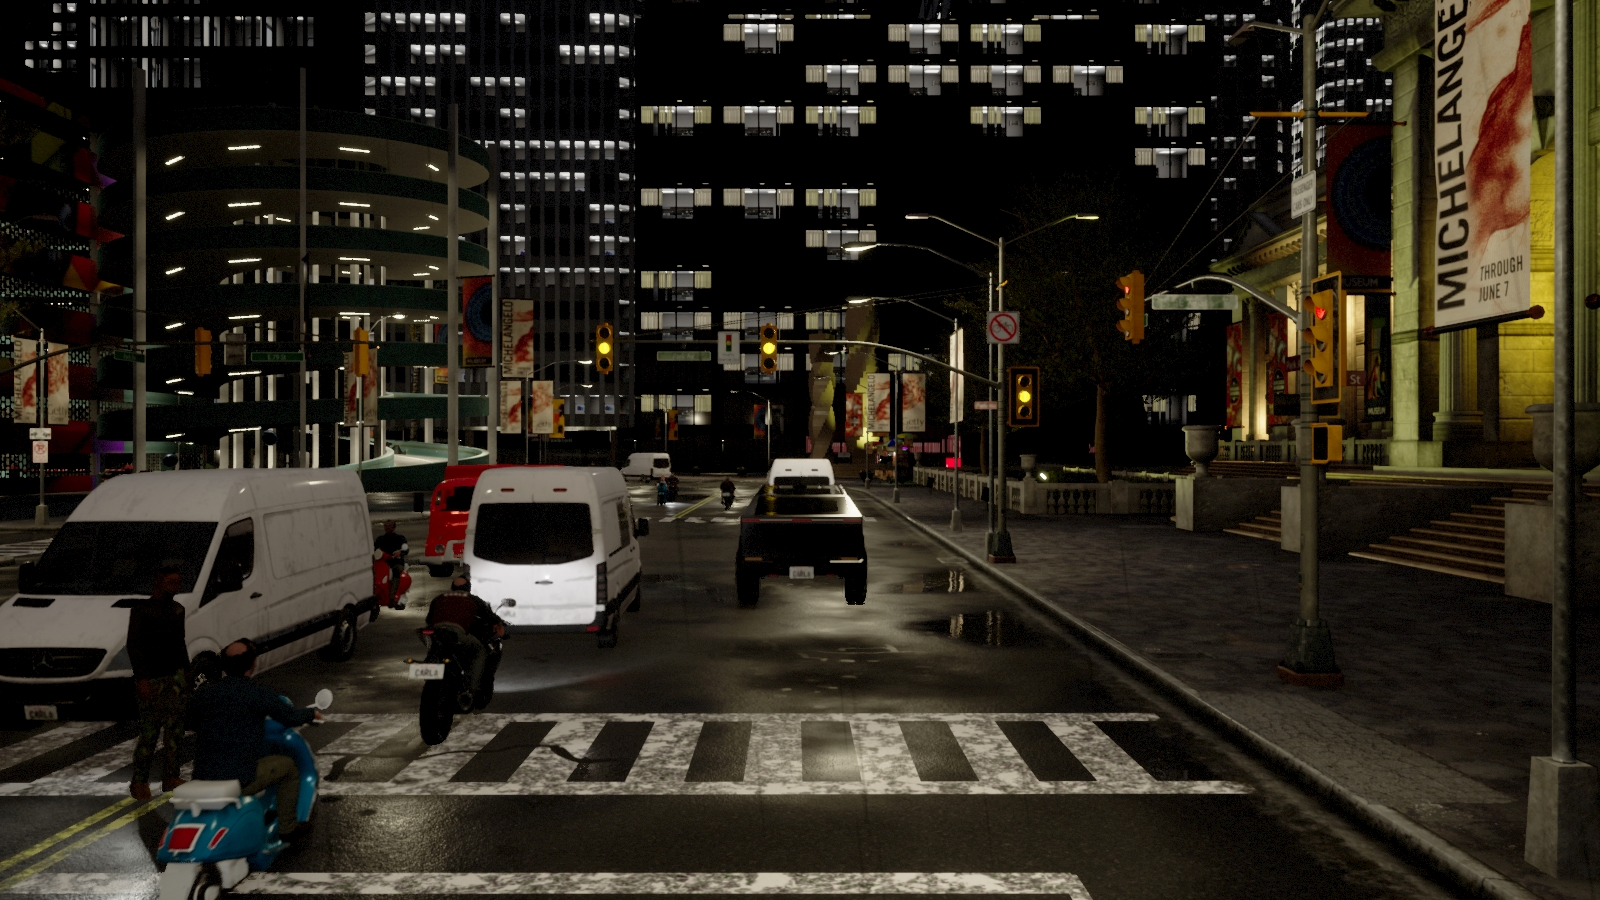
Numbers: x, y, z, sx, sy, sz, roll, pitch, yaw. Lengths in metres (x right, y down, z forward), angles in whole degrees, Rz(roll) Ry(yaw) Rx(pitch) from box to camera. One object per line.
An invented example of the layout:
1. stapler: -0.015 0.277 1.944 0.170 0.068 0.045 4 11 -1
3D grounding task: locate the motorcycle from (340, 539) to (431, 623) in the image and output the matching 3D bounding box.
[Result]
1. motorcycle: -6.962 2.181 19.287 0.856 1.236 1.805 0 -1 0

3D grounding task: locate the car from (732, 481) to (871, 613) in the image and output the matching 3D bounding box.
1. car: 0.033 1.753 22.725 2.390 2.098 6.274 0 0 0

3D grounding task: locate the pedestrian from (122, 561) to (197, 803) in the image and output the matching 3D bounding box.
1. pedestrian: -5.166 1.848 9.224 0.375 1.860 0.375 0 0 23

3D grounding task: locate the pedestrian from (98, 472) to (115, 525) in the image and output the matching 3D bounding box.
1. pedestrian: -24.528 1.698 40.409 0.375 1.860 0.375 0 0 21

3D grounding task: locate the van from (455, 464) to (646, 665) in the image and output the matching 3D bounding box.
1. van: -3.682 1.534 17.990 1.988 2.561 5.915 0 0 -3

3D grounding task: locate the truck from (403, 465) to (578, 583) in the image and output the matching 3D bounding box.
1. truck: -6.961 1.578 26.456 2.627 2.467 5.204 0 -1 0

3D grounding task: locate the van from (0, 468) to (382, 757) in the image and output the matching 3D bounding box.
1. van: -6.993 1.534 13.421 1.988 2.561 5.915 0 0 0

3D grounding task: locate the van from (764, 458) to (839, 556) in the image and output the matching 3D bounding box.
1. van: 0.036 1.534 33.321 1.988 2.561 5.915 0 0 0
